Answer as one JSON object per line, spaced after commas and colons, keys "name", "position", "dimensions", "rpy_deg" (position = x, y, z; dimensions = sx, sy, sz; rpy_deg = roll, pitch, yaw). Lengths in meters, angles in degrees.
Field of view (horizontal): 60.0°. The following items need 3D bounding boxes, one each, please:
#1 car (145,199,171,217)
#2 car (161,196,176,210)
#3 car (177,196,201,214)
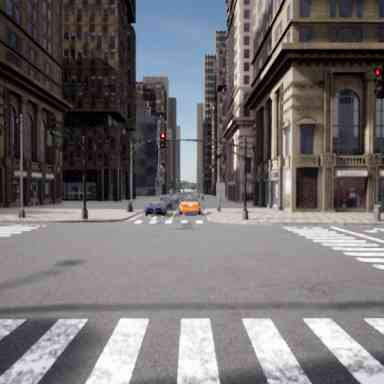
{"name": "car", "position": [-3.356, 1.587, 31.650], "dimensions": [1.895, 1.301, 4.718], "rpy_deg": [0, 0, -1]}
{"name": "car", "position": [-3.448, 1.486, 43.701], "dimensions": [1.837, 1.490, 4.892], "rpy_deg": [0, 0, 0]}
{"name": "car", "position": [-0.190, 1.337, 34.948], "dimensions": [2.097, 1.767, 4.553], "rpy_deg": [0, 0, 0]}
